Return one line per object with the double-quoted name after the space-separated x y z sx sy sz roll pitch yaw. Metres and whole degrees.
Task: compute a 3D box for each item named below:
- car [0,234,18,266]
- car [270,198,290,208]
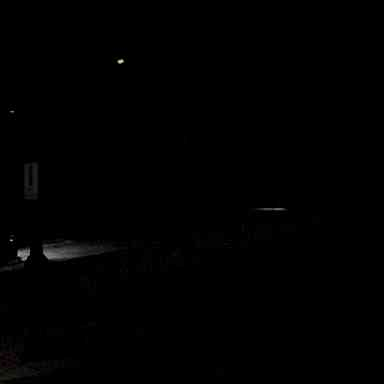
-7.248 1.551 9.306 1.994 1.385 4.181 -1 0 35 "car"
13.064 1.612 49.126 1.812 1.442 4.674 -1 -1 35 "car"
